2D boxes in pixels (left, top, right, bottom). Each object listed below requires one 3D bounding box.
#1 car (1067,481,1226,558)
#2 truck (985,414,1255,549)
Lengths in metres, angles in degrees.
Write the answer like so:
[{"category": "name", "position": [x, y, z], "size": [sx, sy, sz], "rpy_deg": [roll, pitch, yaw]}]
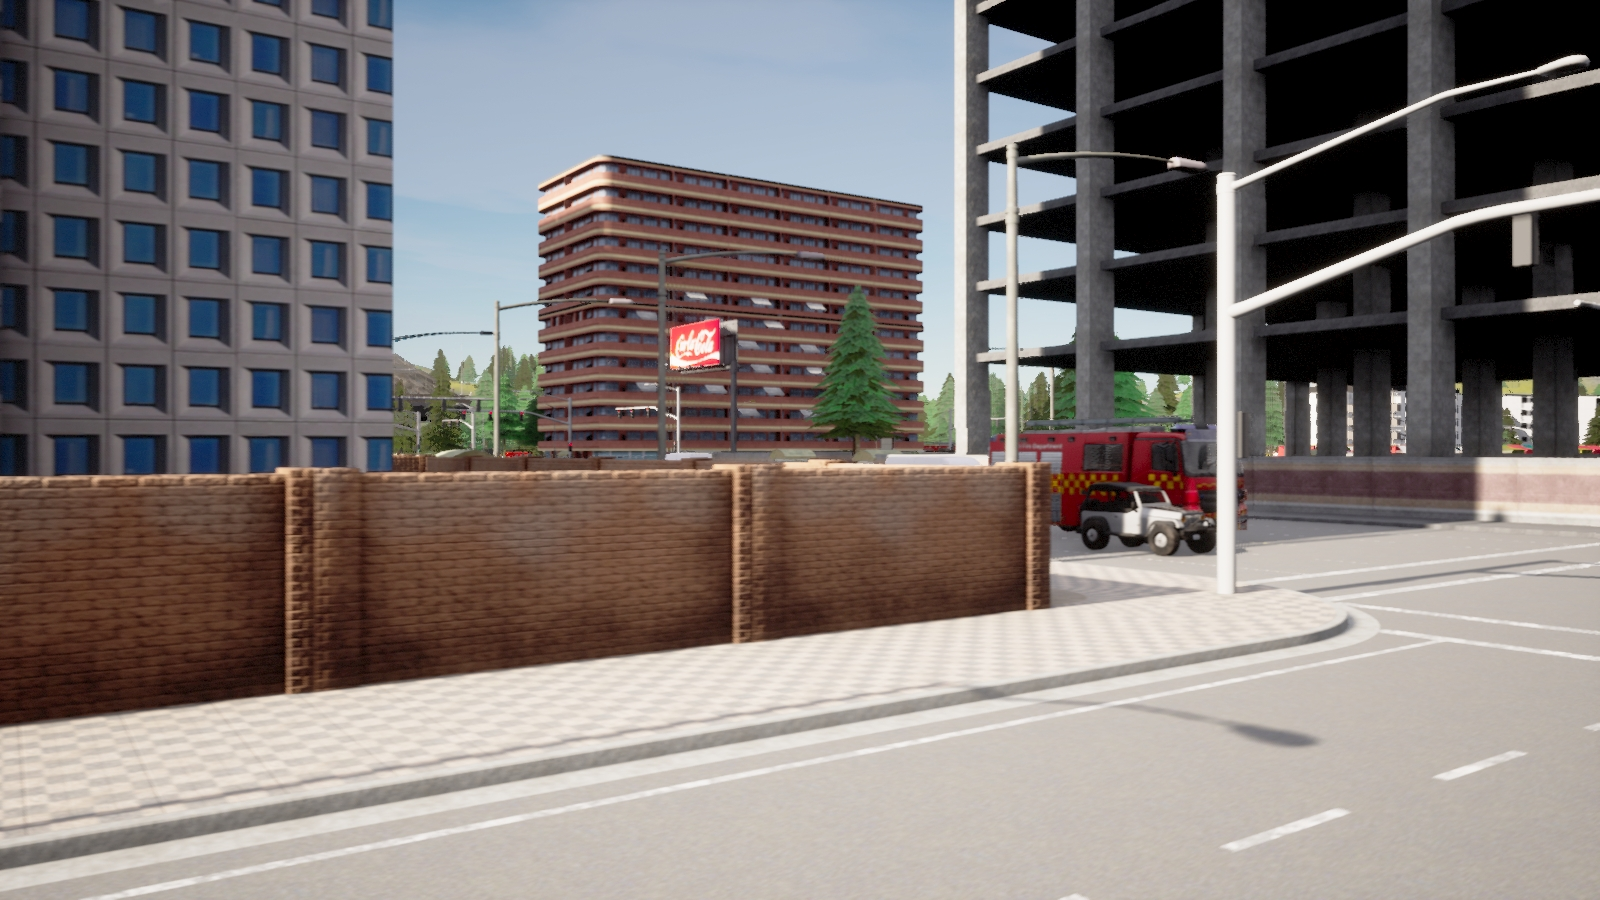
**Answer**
[{"category": "car", "position": [9.506, 1.856, 31.619], "size": [1.905, 1.878, 3.866], "rpy_deg": [0, 0, -35]}, {"category": "truck", "position": [9.962, 0.890, 36.671], "size": [2.891, 3.827, 8.468], "rpy_deg": [0, 0, -35]}]
